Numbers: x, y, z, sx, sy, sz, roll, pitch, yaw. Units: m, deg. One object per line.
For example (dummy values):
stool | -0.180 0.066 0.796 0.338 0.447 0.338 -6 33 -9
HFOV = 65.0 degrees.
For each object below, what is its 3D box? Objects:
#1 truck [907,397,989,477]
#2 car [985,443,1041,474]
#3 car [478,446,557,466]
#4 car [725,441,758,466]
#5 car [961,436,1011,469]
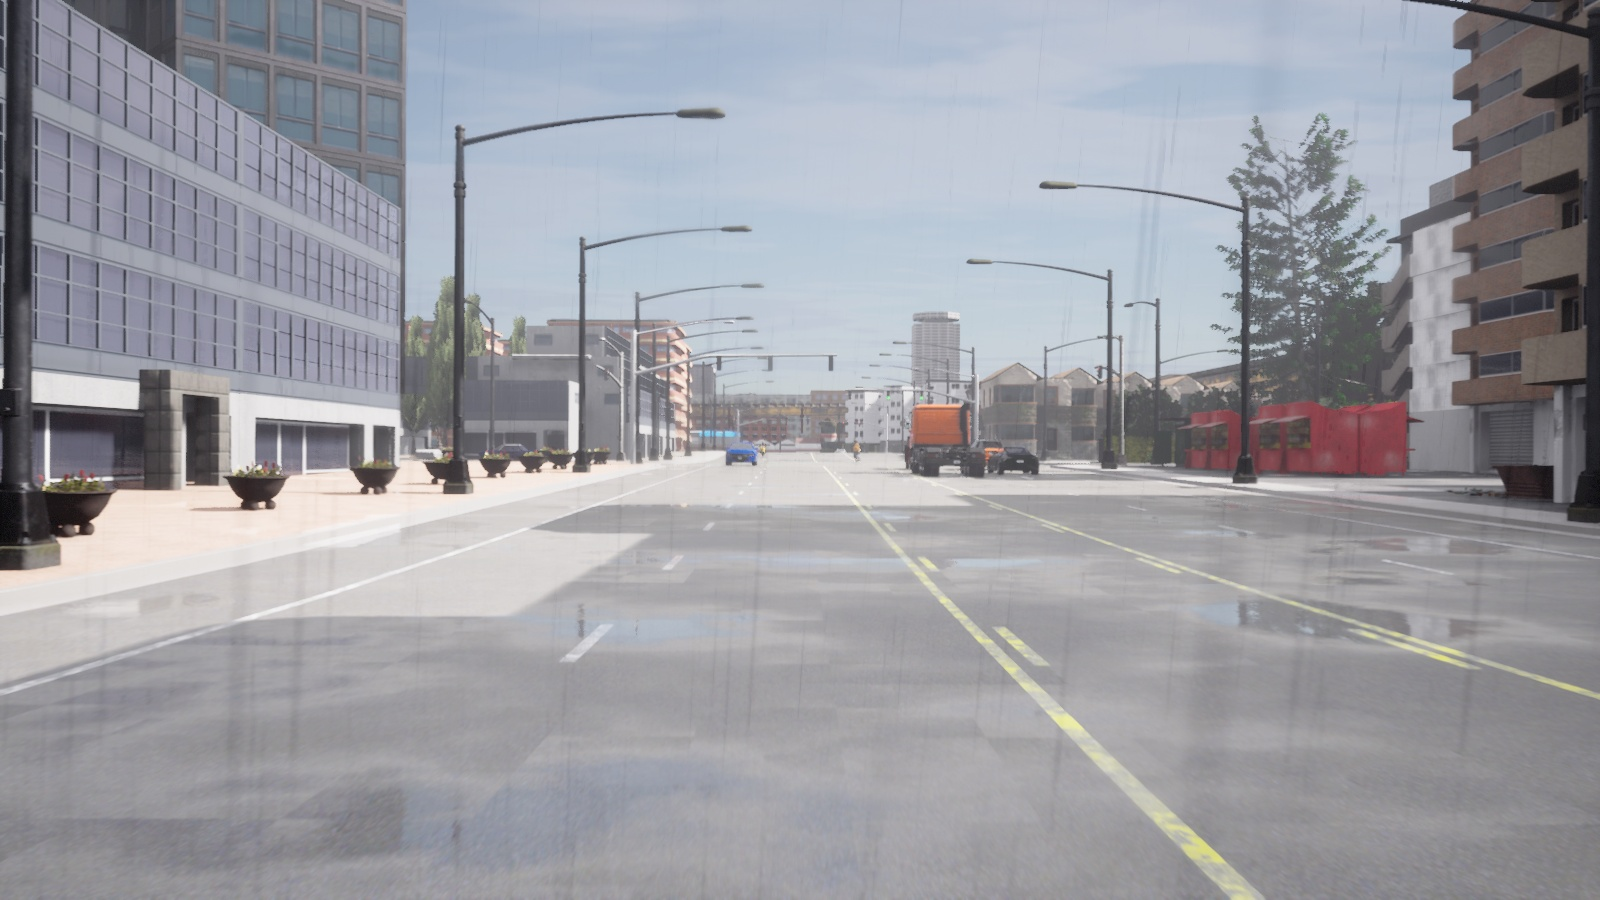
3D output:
truck | 6.851 -0.618 59.074 2.891 3.462 7.936 0 1 0
car | 10.350 0.389 61.213 1.994 1.385 4.181 0 1 0
car | -18.567 0.390 82.650 4.718 1.301 1.895 0 0 0
car | -3.697 0.233 79.977 1.882 1.535 5.008 0 0 0
car | 10.327 0.103 69.975 2.097 1.767 4.553 0 0 0
